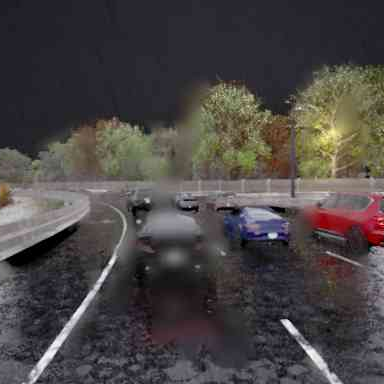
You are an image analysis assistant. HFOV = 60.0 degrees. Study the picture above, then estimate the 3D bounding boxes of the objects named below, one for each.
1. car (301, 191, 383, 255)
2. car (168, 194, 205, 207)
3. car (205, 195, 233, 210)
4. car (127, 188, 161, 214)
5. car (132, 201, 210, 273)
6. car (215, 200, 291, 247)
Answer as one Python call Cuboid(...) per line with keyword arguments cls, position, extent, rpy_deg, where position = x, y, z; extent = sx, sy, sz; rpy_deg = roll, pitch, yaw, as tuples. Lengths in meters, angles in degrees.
Cuboid(cls="car", position=(6.110, 0.971, 12.311), extent=(2.150, 2.045, 5.566), rpy_deg=(0, 1, -7))
Cuboid(cls="car", position=(-0.831, 0.946, 28.520), extent=(2.128, 1.511, 4.902), rpy_deg=(0, 1, -16))
Cuboid(cls="car", position=(2.477, 0.989, 29.628), extent=(1.994, 1.385, 4.181), rpy_deg=(0, 1, -16))
Cuboid(cls="car", position=(-3.913, 0.720, 26.692), extent=(2.150, 2.045, 5.566), rpy_deg=(0, 1, -16))
Cuboid(cls="car", position=(-0.678, 1.284, 10.089), extent=(1.882, 1.535, 5.008), rpy_deg=(0, 1, -6))
Cuboid(cls="car", position=(2.415, 1.260, 13.481), extent=(1.812, 1.442, 4.674), rpy_deg=(0, 1, -8))
